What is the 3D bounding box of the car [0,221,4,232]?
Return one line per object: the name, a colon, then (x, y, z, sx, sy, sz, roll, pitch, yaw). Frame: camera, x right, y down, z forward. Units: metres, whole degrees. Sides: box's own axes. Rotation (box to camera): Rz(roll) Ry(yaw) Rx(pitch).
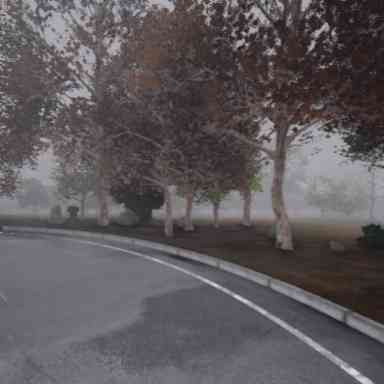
car: (-10.868, 1.371, 14.475, 5.357, 1.411, 2.033, 0, 1, 18)
